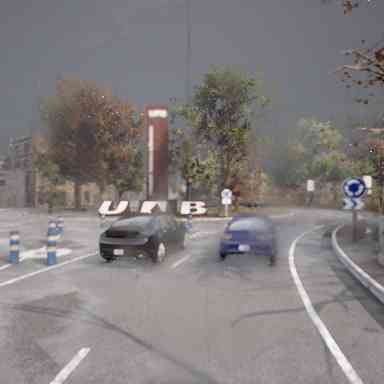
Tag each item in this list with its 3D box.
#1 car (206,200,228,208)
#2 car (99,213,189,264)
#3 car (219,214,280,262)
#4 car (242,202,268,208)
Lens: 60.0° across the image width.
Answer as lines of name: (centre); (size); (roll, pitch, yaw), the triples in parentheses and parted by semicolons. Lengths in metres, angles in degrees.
car: (4.122, 2.314, 63.239); (5.357, 1.411, 2.033); (0, -1, 23)
car: (-1.466, 1.494, 11.811); (1.837, 1.490, 4.892); (0, -1, 15)
car: (2.175, 1.521, 12.106); (1.812, 1.442, 4.674); (0, -1, 16)
car: (11.702, 2.362, 61.974); (4.718, 1.301, 1.895); (-1, -1, 43)
